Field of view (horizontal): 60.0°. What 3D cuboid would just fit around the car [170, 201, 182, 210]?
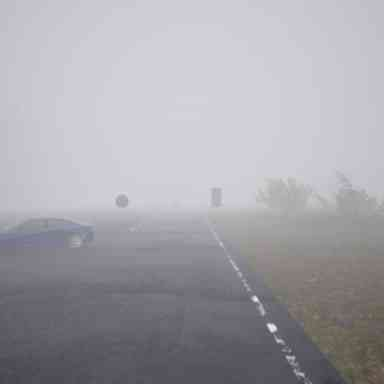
[{"bbox_3d":[-2.705,2.293,57.618,1.882,1.535,5.008,0,-1,0],"label":"car"}]

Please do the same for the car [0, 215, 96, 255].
[{"bbox_3d":[-6.741,1.781,14.375,5.008,1.535,1.882,-1,2,-35],"label":"car"}]
